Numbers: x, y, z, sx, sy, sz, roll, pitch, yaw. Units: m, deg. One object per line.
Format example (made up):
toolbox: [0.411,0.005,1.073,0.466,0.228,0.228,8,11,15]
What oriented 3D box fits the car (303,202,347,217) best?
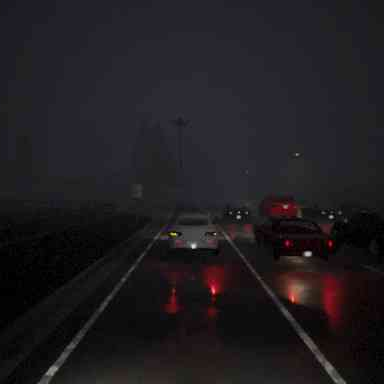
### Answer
car: [10.558,1.599,27.387,1.895,1.301,4.718,0,0,0]

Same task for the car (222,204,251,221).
car: [3.558,1.599,27.385,1.895,1.301,4.718,0,0,0]

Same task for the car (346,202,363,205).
car: [14.068,1.561,29.422,1.994,1.385,4.181,0,0,0]

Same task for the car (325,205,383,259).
car: [7.063,1.476,12.596,1.882,1.535,5.008,0,0,0]

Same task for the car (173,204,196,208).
car: [-0.585,1.599,27.330,1.895,1.301,4.718,0,0,-9]

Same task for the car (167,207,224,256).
car: [0.065,1.525,13.097,1.812,1.442,4.674,0,0,0]

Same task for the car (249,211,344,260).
car: [3.561,1.600,12.387,1.895,1.301,4.718,0,0,0]

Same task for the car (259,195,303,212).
car: [7.059,1.222,27.685,2.150,2.045,5.566,0,0,0]
